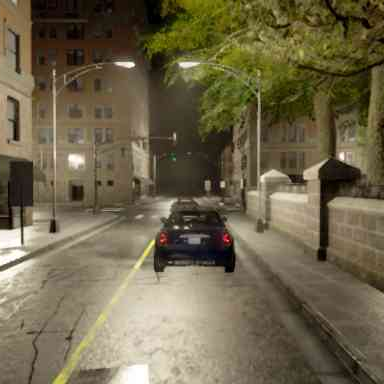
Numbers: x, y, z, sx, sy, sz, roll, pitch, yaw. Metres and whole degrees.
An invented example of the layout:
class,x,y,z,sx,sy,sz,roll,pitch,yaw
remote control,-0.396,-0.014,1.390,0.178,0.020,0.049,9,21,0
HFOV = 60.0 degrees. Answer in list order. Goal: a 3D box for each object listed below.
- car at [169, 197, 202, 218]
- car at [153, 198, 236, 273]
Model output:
class,x,y,z,sx,sy,sz,roll,pitch,yaw
car,-0.586,1.119,25.862,1.994,1.385,4.181,0,1,-9
car,0.055,1.176,10.236,2.097,1.767,4.553,0,1,0
